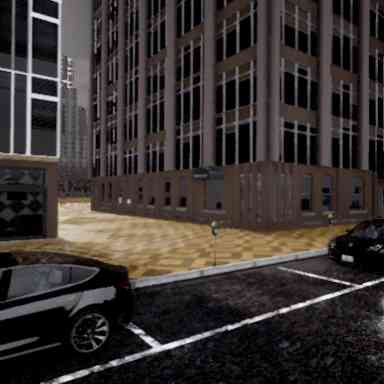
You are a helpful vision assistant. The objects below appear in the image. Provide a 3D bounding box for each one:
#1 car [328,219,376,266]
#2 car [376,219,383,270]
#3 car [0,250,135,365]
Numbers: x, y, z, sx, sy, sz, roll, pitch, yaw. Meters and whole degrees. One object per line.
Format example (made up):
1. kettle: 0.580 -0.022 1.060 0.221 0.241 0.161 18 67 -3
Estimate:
1. car: 6.373 1.597 11.101 4.313 1.339 1.947 0 0 -36
2. car: 6.823 1.379 8.248 4.553 1.767 2.097 0 0 -35
3. car: -2.889 1.566 4.493 4.313 1.339 1.947 0 0 -36
